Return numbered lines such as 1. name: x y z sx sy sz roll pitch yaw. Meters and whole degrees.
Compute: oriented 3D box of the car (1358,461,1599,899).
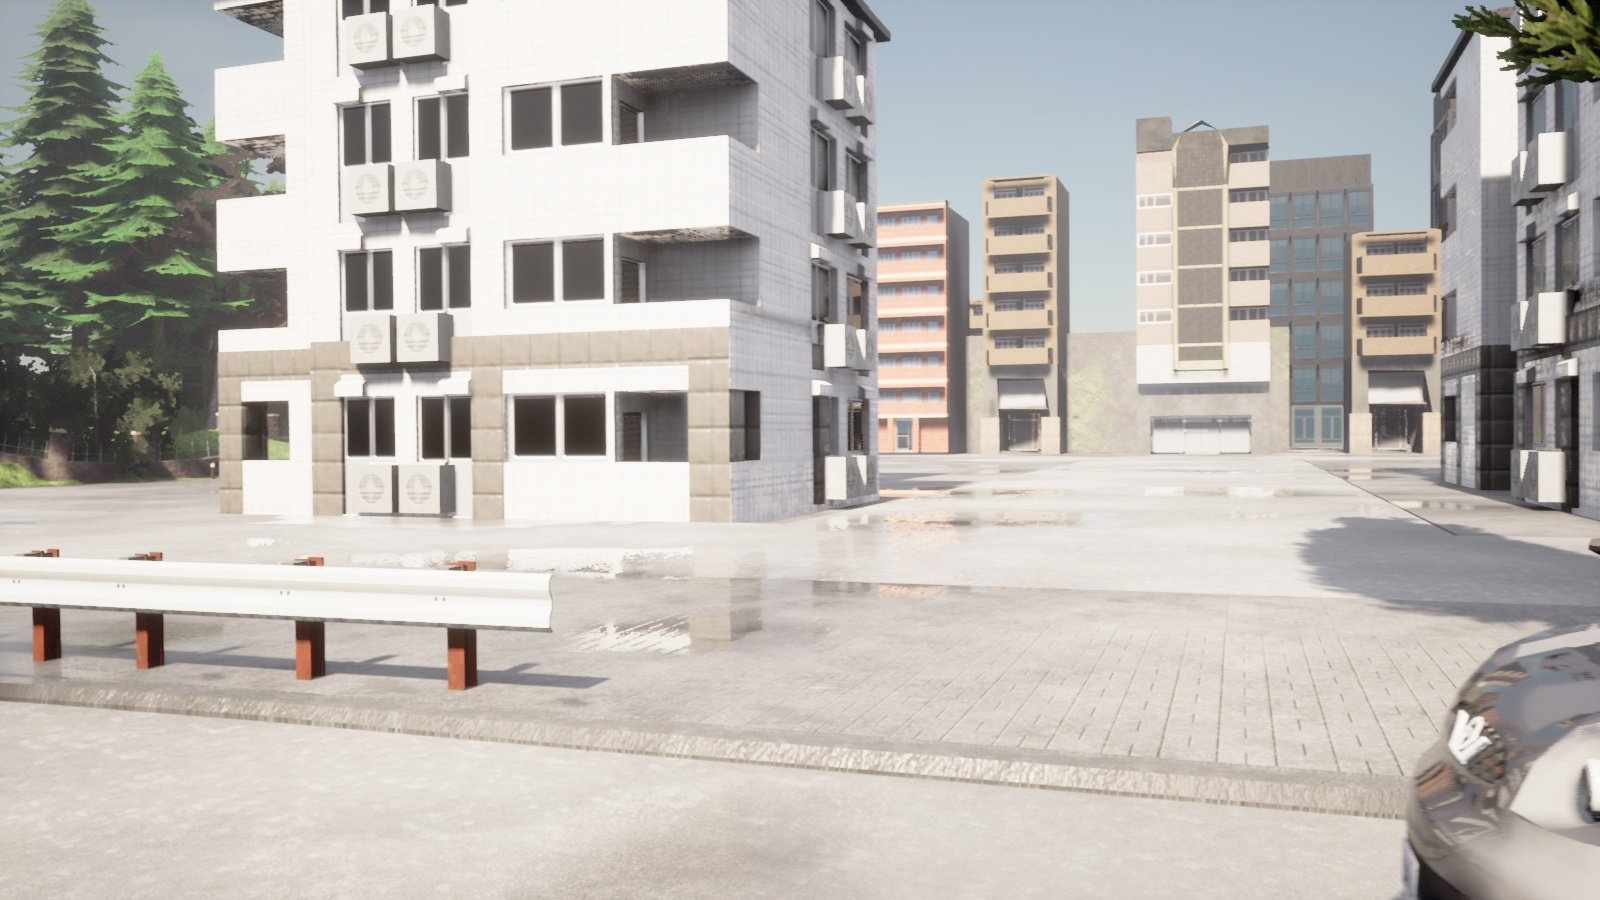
1. car: 3.225 0.804 2.613 3.633 1.501 1.845 0 1 19
